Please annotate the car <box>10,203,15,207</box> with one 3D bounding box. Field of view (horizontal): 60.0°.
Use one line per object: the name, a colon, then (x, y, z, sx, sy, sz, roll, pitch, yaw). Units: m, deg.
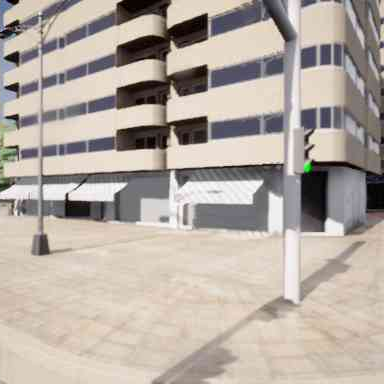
car: (-22.008, 1.624, 45.184, 1.895, 1.301, 4.718, 0, 0, 21)
